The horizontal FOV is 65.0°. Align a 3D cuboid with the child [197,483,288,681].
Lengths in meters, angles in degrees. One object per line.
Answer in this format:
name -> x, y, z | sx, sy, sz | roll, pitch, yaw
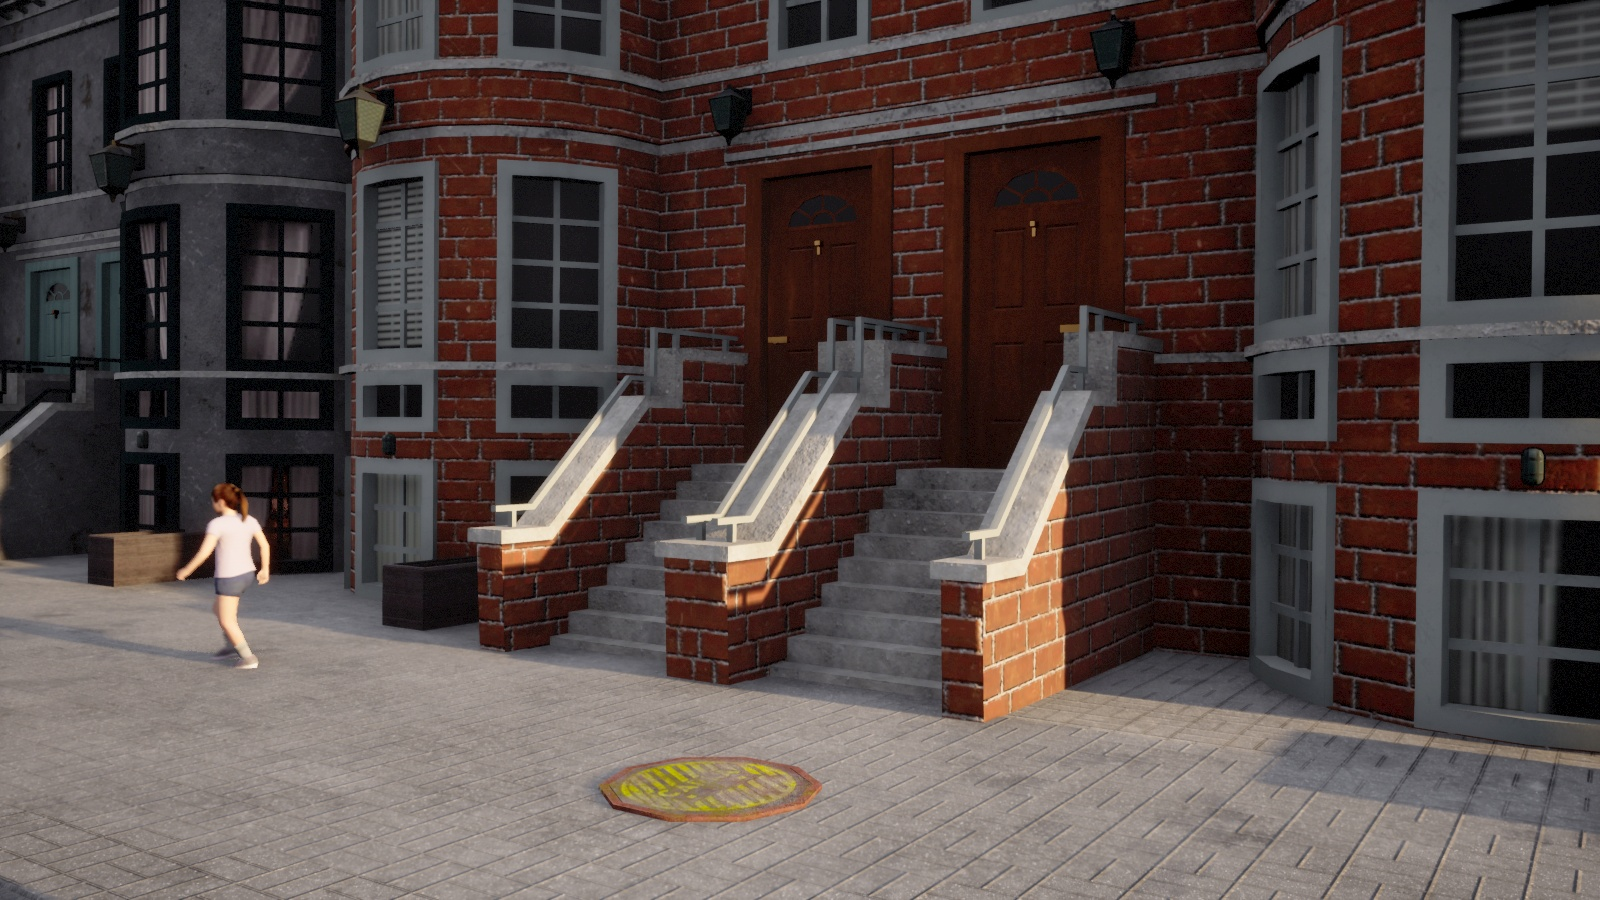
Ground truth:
child -> -3.224, 0.751, 7.261 | 0.394, 1.110, 0.255 | 0, 1, 16
